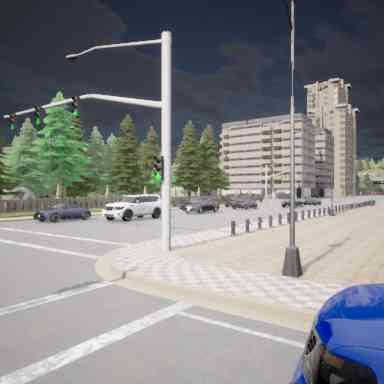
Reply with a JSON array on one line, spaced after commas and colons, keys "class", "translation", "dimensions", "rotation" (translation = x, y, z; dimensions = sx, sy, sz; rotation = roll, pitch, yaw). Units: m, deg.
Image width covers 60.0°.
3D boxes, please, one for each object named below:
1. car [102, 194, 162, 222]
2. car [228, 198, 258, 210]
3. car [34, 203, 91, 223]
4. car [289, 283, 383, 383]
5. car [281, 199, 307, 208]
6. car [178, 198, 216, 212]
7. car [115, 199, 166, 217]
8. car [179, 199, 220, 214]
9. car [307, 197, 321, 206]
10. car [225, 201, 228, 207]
[{"class": "car", "translation": [-4.657, 1.220, 27.166], "dimensions": [2.150, 2.045, 5.566], "rotation": [0, 0, 35]}, {"class": "car", "translation": [6.931, 1.562, 43.390], "dimensions": [1.994, 1.385, 4.181], "rotation": [0, 0, 36]}, {"class": "car", "translation": [-9.950, 1.562, 25.771], "dimensions": [1.994, 1.385, 4.181], "rotation": [0, 0, 35]}, {"class": "car", "translation": [3.350, 1.222, 1.577], "dimensions": [5.566, 2.045, 2.150], "rotation": [0, 0, 36]}, {"class": "car", "translation": [14.431, 1.599, 47.576], "dimensions": [1.895, 1.301, 4.718], "rotation": [0, 0, 35]}, {"class": "car", "translation": [0.688, 1.545, 40.689], "dimensions": [2.033, 1.411, 5.357], "rotation": [0, 0, 36]}, {"class": "car", "translation": [-4.988, 1.489, 32.732], "dimensions": [2.128, 1.511, 4.902], "rotation": [0, 0, 35]}, {"class": "car", "translation": [1.106, 1.490, 35.247], "dimensions": [2.128, 1.511, 4.902], "rotation": [0, 0, 36]}, {"class": "car", "translation": [20.214, 1.562, 55.688], "dimensions": [1.994, 1.385, 4.181], "rotation": [0, 0, 35]}, {"class": "car", "translation": [6.511, 1.562, 48.799], "dimensions": [1.994, 1.385, 4.181], "rotation": [0, 0, 36]}]
